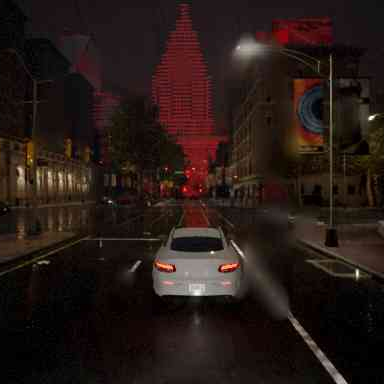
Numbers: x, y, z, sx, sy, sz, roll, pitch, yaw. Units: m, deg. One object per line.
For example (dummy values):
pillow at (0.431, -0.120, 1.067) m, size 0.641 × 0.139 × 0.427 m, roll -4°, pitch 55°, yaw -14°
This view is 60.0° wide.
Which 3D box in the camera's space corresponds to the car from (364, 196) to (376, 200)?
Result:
car at (34.744, 1.481, 68.090) m, size 2.231 × 1.521 × 4.892 m, roll 0°, pitch 0°, yaw 0°

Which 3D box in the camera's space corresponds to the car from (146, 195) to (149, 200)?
car at (-11.163, 1.355, 76.815) m, size 2.097 × 1.767 × 4.553 m, roll 0°, pitch 0°, yaw 0°

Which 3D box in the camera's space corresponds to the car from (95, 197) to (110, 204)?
car at (-17.956, 1.595, 66.929) m, size 1.895 × 1.301 × 4.718 m, roll 0°, pitch 0°, yaw 0°

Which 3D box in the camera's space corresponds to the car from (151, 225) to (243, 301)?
car at (0.112, 1.526, 8.182) m, size 1.812 × 1.442 × 4.674 m, roll 0°, pitch 0°, yaw 1°

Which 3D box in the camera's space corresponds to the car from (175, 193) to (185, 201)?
car at (-3.119, 1.218, 86.508) m, size 2.150 × 2.045 × 5.566 m, roll 0°, pitch 0°, yaw 0°

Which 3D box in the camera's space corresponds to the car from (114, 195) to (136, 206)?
car at (-11.336, 1.478, 56.782) m, size 1.882 × 1.535 × 5.008 m, roll 0°, pitch 0°, yaw 0°

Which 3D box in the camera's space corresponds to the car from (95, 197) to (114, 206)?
car at (-14.834, 1.547, 56.846) m, size 2.033 × 1.411 × 5.357 m, roll 0°, pitch 0°, yaw 0°

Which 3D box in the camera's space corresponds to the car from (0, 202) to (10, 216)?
car at (-19.547, 1.219, 29.959) m, size 5.566 × 2.045 × 2.150 m, roll 0°, pitch 0°, yaw -2°

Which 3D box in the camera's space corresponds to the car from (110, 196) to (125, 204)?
car at (-14.725, 1.505, 66.385) m, size 1.837 × 1.490 × 4.892 m, roll 0°, pitch 0°, yaw 1°

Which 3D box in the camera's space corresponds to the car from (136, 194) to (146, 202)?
car at (-11.227, 1.547, 66.595) m, size 2.033 × 1.411 × 5.357 m, roll 0°, pitch 0°, yaw 1°

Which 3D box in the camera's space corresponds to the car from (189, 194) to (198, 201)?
car at (0.380, 1.493, 86.462) m, size 1.837 × 1.490 × 4.892 m, roll 0°, pitch 0°, yaw 0°

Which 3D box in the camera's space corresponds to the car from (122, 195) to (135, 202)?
car at (-14.663, 1.478, 76.799) m, size 1.882 × 1.535 × 5.008 m, roll 0°, pitch 0°, yaw 0°
